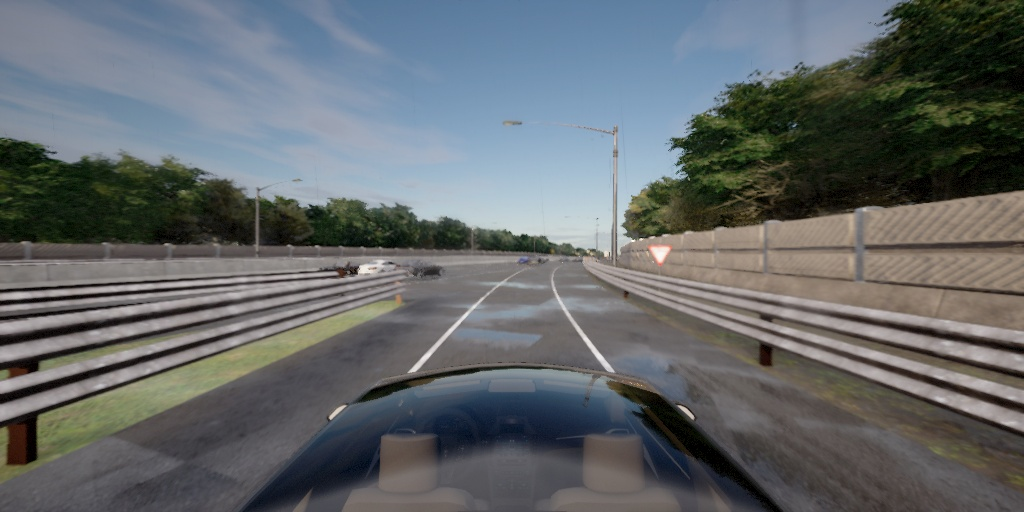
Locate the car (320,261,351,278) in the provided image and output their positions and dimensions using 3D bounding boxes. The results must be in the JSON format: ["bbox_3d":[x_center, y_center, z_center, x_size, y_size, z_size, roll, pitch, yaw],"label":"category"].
[{"bbox_3d":[-13.517,1.088,30.137,1.895,1.301,4.718,0,1,21],"label":"car"}]

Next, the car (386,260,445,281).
[{"bbox_3d":[-6.973,1.012,27.645,2.128,1.511,4.902,0,1,21],"label":"car"}]

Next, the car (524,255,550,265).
[{"bbox_3d":[4.032,0.709,56.859,2.128,1.511,4.902,0,0,21],"label":"car"}]

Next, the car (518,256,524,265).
[{"bbox_3d":[2.488,0.756,62.728,1.812,1.442,4.674,0,0,21],"label":"car"}]

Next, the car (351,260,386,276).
[{"bbox_3d":[-10.252,1.026,28.877,1.812,1.442,4.674,0,1,21],"label":"car"}]
